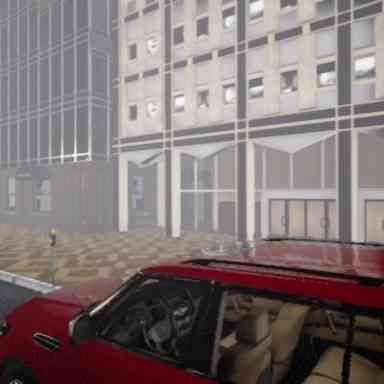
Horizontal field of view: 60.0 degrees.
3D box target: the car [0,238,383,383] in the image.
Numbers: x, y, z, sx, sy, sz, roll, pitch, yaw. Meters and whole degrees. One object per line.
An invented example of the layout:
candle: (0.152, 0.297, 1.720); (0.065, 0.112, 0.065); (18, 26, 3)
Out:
car: (0.458, 1.315, 2.553); (5.009, 1.841, 2.192); (0, 0, 35)
